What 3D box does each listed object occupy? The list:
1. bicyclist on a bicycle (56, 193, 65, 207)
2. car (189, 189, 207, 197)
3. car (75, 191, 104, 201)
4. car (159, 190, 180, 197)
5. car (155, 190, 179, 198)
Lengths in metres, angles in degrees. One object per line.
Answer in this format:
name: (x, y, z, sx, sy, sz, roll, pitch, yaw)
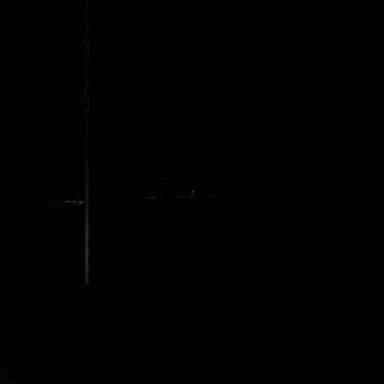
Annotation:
bicyclist on a bicycle: (-15.229, 0.900, 38.500, 1.656, 1.620, 0.582, 0, 1, 35)
car: (1.343, 0.113, 68.685, 2.128, 1.511, 4.902, 2, 2, 35)
car: (-15.686, 0.586, 50.942, 1.812, 1.442, 4.674, 2, 2, 36)
car: (-4.411, 0.247, 66.637, 1.994, 1.385, 4.181, 2, 2, 35)
car: (-4.728, 0.400, 60.072, 1.994, 1.385, 4.181, 2, 2, 36)
